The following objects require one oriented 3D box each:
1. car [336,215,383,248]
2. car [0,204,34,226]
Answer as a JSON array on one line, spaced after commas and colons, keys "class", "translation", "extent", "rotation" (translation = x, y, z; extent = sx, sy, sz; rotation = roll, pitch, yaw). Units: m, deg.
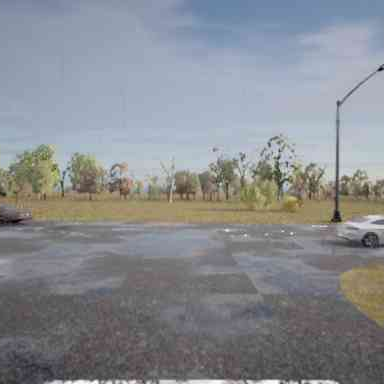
[{"class": "car", "translation": [9.322, 1.830, 15.777], "extent": [4.674, 1.442, 1.812], "rotation": [1, 0, 0]}, {"class": "car", "translation": [-13.830, 1.560, 22.924], "extent": [5.357, 1.411, 2.033], "rotation": [1, 0, 0]}]
